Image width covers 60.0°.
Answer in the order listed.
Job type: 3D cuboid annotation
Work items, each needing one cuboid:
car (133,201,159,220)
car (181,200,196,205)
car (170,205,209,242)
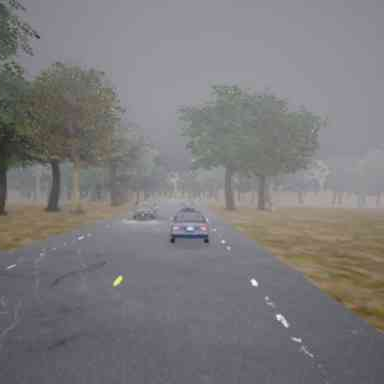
[{"bbox_3d":[-4.017,1.583,29.445,1.837,1.490,4.892,-1,1,-1],"label":"car"},{"bbox_3d":[-0.476,1.746,41.735,2.033,1.411,5.357,0,0,-1],"label":"car"},{"bbox_3d":[-0.134,1.648,16.997,2.033,1.411,5.357,1,0,-1],"label":"car"}]
